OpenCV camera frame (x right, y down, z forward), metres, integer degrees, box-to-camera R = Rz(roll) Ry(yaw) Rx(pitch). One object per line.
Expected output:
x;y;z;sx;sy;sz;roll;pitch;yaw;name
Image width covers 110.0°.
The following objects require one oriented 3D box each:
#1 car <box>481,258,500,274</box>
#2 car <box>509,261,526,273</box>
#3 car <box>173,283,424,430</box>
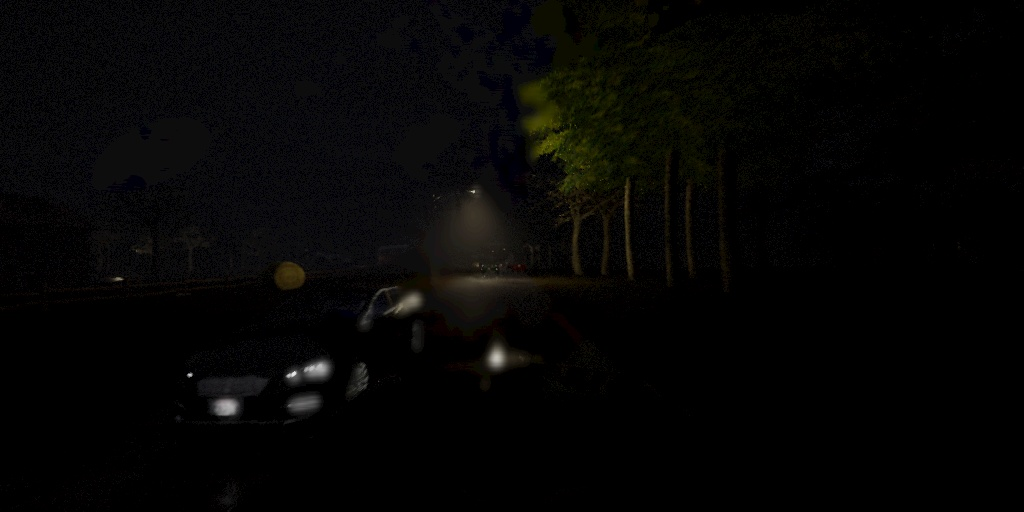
-2.795;1.255;46.898;2.150;2.045;5.566;0;-1;1;car
0.975;1.464;51.983;2.097;1.767;4.553;0;-1;0;car
-2.844;1.243;6.020;2.128;1.511;4.902;0;0;0;car
